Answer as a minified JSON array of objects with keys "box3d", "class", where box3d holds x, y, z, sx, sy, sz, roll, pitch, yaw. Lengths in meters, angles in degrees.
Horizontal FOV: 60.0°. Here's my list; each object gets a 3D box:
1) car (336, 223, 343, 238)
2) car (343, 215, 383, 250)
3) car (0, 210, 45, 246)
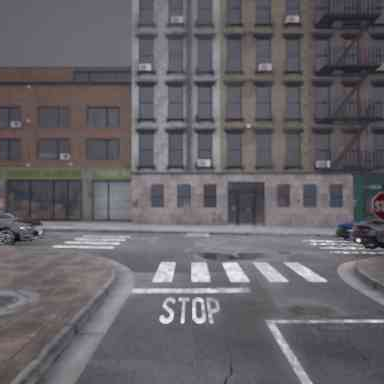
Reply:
[{"box3d":[10.041,1.834,17.045,5.008,1.535,1.882,1,-1,0],"class":"car"},{"box3d":[9.288,1.801,13.935,4.892,1.490,1.837,2,-2,-5],"class":"car"},{"box3d":[-8.861,1.411,14.119,4.902,1.511,2.128,1,-1,0],"class":"car"}]
